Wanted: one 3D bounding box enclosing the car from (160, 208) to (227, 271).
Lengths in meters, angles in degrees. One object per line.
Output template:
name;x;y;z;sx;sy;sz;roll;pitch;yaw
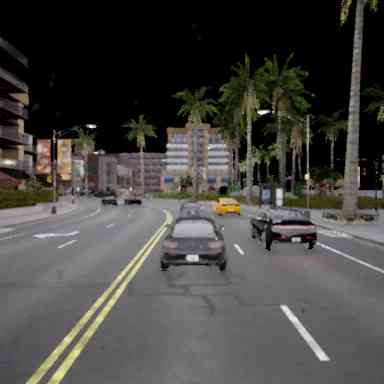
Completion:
car;0.079;1.464;10.604;1.812;1.442;4.674;0;0;1

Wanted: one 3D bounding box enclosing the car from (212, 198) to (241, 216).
car;3.061;1.302;30.376;1.882;1.535;5.008;0;0;-6

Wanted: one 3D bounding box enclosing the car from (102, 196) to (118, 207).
car;-11.541;1.277;46.463;2.033;1.411;5.357;0;0;-20

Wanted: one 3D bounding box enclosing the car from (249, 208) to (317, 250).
car;3.613;1.412;13.867;2.128;1.511;4.902;0;0;1

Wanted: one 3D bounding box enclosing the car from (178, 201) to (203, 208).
car;-0.063;1.402;25.157;2.033;1.411;5.357;0;0;-3

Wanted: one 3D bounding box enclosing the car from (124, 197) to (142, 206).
car;-8.572;1.320;48.405;1.895;1.301;4.718;0;0;-22
